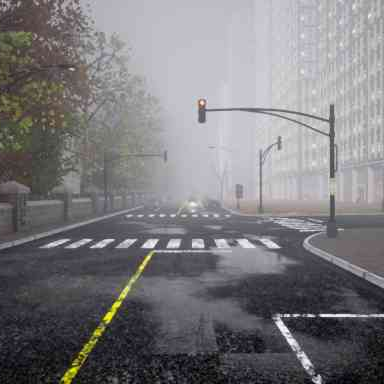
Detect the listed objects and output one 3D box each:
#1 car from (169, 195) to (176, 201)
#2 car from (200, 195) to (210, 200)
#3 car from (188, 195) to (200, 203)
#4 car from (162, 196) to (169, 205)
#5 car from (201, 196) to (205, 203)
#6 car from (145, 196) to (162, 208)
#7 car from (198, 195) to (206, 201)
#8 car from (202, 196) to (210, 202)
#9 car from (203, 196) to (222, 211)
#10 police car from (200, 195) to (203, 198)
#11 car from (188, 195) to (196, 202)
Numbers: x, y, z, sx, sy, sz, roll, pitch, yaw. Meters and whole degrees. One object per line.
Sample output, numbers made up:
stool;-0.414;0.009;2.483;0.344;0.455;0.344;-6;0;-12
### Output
car;-5.642;1.625;86.605;1.887;1.381;4.507;0;0;0
car;2.720;1.597;52.807;1.947;1.339;4.313;0;0;0
car;0.084;1.565;71.064;2.128;1.511;4.902;0;0;0
car;-5.657;1.477;58.444;1.967;1.590;4.097;0;0;0
car;2.717;1.591;47.174;1.947;1.339;4.313;0;0;0
car;-5.664;1.607;47.179;1.802;1.307;4.206;0;0;0
car;2.742;1.641;92.232;2.008;1.369;4.403;0;0;0
car;3.191;1.589;76.853;1.812;1.442;4.674;0;0;0
car;2.713;1.586;41.541;1.947;1.339;4.313;0;0;0
police car;3.173;1.477;69.963;1.930;1.638;5.238;0;0;0
car;0.043;1.569;80.081;1.837;1.490;4.892;0;0;0
